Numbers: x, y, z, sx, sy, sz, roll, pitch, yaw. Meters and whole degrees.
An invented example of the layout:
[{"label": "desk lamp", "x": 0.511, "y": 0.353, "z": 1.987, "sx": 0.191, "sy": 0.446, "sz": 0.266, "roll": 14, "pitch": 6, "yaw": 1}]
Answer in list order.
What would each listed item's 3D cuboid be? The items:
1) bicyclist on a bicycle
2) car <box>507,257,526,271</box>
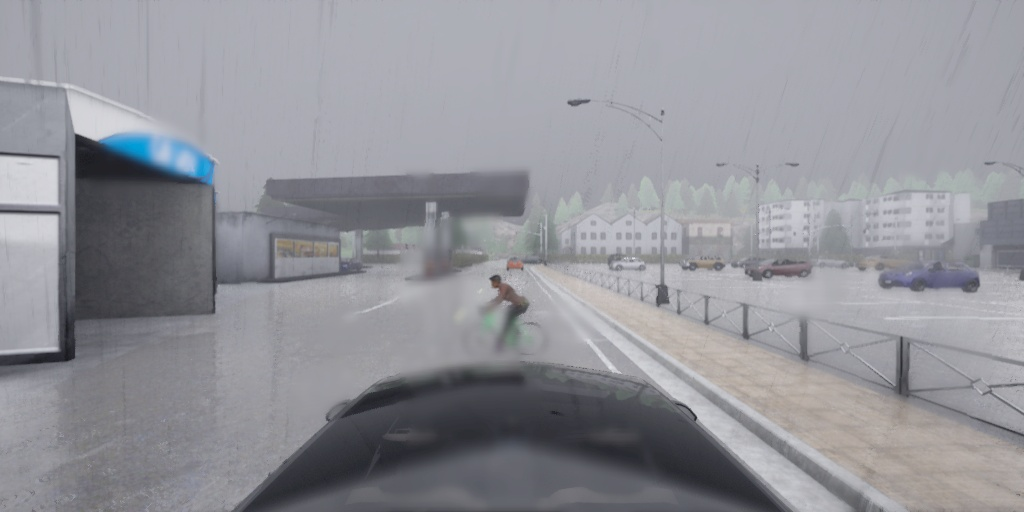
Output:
[{"label": "bicyclist on a bicycle", "x": -0.136, "y": 1.181, "z": 6.956, "sx": 1.656, "sy": 1.620, "sz": 0.582, "roll": -2, "pitch": 0, "yaw": 0}, {"label": "car", "x": 0.386, "y": 0.948, "z": 46.377, "sx": 2.097, "sy": 1.767, "sz": 4.553, "roll": 0, "pitch": 0, "yaw": 1}]
